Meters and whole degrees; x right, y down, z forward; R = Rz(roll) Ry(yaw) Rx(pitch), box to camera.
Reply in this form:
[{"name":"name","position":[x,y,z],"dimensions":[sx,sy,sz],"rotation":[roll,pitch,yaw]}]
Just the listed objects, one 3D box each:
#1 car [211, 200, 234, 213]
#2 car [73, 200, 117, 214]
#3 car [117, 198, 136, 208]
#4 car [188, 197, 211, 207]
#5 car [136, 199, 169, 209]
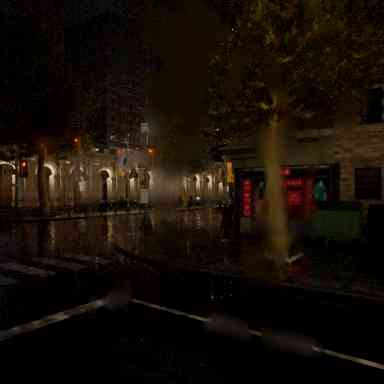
[{"name":"car","position":[4.700,1.547,37.205],"dimensions":[2.033,1.411,5.357],"rotation":[0,0,36]},{"name":"car","position":[-10.674,1.564,35.884],"dimensions":[1.994,1.385,4.181],"rotation":[0,0,36]},{"name":"car","position":[-10.214,1.595,47.895],"dimensions":[1.895,1.301,4.718],"rotation":[0,0,36]},{"name":"car","position":[1.339,1.547,52.533],"dimensions":[2.033,1.411,5.357],"rotation":[0,0,36]},{"name":"car","position":[-4.913,1.564,43.889],"dimensions":[1.994,1.385,4.181],"rotation":[0,0,35]}]
